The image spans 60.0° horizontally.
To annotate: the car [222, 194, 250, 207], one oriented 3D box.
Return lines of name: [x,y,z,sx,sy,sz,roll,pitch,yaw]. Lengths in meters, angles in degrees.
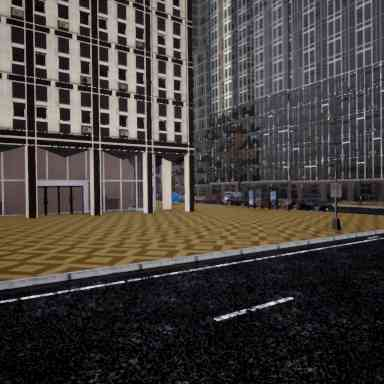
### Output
car: [6.603,1.318,46.079,1.947,1.339,4.313,-1,1,-34]

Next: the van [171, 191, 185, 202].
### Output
van: [-2.943,0.936,60.203,1.690,1.788,3.998,0,1,-34]

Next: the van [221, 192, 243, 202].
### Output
van: [7.182,0.853,60.215,1.690,1.788,3.998,-1,1,-34]

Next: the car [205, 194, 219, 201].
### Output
car: [3.986,1.042,64.918,1.802,1.307,4.206,-1,1,-34]

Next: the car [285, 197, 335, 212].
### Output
car: [12.935,1.422,36.637,1.947,1.339,4.313,-1,1,-34]

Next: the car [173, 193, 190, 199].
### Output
car: [-2.408,0.934,74.316,1.802,1.307,4.206,0,1,-34]

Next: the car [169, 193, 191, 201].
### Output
car: [-2.401,0.942,64.172,1.837,1.490,4.892,-1,1,-34]

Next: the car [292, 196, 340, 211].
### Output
car: [14.509,1.294,39.145,2.128,1.511,4.902,-1,1,-34]

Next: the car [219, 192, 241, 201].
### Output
car: [6.724,1.201,50.607,1.812,1.442,4.674,-1,1,-34]

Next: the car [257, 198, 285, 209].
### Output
car: [9.752,1.386,41.348,1.802,1.307,4.206,-1,1,-34]

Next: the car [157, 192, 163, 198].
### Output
car: [-5.606,0.614,79.012,2.192,1.841,5.009,0,1,-34]
